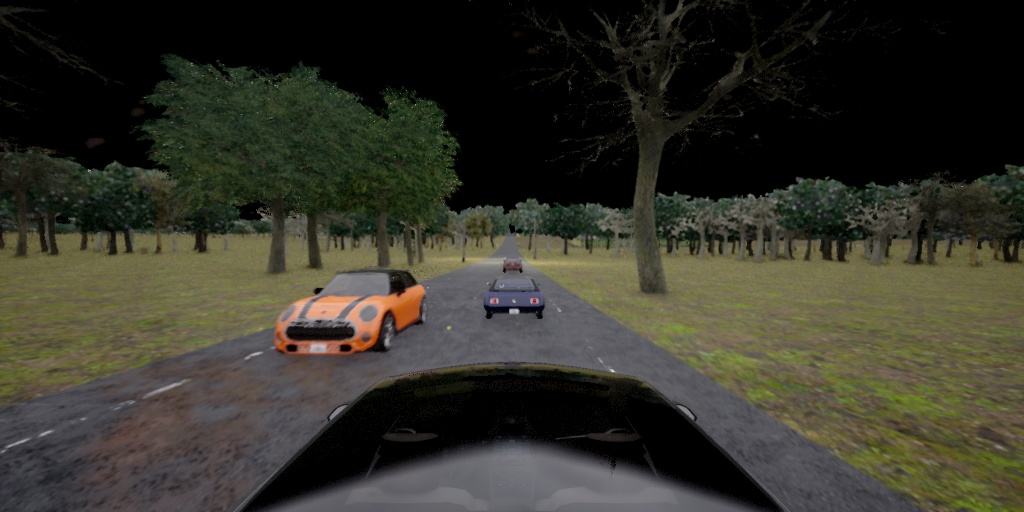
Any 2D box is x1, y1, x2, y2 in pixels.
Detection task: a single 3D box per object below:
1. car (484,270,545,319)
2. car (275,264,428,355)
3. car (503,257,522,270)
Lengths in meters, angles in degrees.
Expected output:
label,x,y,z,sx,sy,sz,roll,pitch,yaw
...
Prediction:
label,x,y,z,sx,sy,sz,roll,pitch,yaw
car,0.078,1.372,12.966,1.895,1.301,4.718,0,0,0
car,-3.582,1.123,8.889,2.097,1.767,4.553,0,0,0
car,0.078,0.879,41.562,2.097,1.767,4.553,0,1,0
